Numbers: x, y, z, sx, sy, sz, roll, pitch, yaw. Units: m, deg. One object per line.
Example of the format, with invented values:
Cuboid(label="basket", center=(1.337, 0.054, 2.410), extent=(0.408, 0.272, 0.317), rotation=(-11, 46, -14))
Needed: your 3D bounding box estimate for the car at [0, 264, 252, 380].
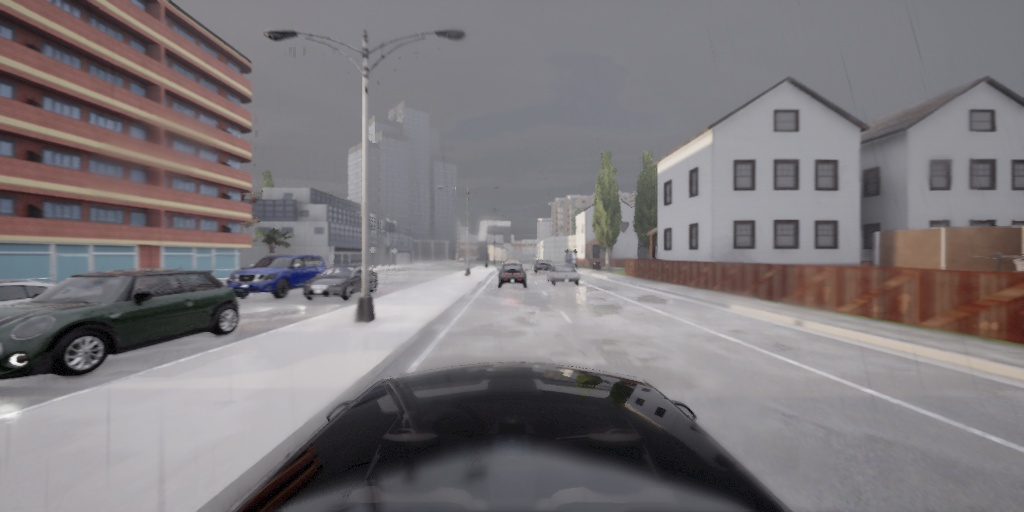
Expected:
Cuboid(label="car", center=(-8.099, 1.091, 7.356), extent=(2.097, 1.767, 4.553), rotation=(0, 0, 0))

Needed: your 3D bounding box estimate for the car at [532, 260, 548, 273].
Cuboid(label="car", center=(3.554, 1.212, 43.024), extent=(1.837, 1.490, 4.892), rotation=(0, 0, 0))

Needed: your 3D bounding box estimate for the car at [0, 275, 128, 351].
Cuboid(label="car", center=(-11.596, 1.263, 7.629), extent=(1.812, 1.442, 4.674), rotation=(0, 0, 0))

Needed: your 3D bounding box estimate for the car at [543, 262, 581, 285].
Cuboid(label="car", center=(3.583, 1.326, 25.767), extent=(1.895, 1.301, 4.718), rotation=(0, 0, 0))

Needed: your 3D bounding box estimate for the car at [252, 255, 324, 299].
Cuboid(label="car", center=(-11.585, 0.946, 18.326), extent=(2.150, 2.045, 5.566), rotation=(0, 0, 0))

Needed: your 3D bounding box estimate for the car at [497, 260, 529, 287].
Cuboid(label="car", center=(0.043, 1.232, 24.103), extent=(1.837, 1.490, 4.892), rotation=(0, 1, 0))

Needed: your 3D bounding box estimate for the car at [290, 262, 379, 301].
Cuboid(label="car", center=(-8.088, 1.219, 17.431), extent=(2.128, 1.511, 4.902), rotation=(0, 0, 0))
